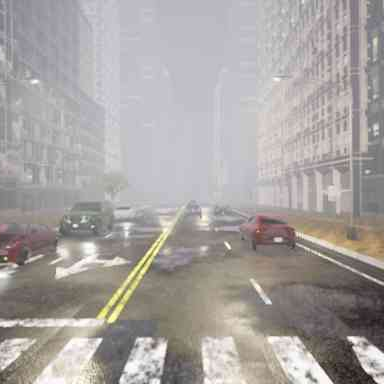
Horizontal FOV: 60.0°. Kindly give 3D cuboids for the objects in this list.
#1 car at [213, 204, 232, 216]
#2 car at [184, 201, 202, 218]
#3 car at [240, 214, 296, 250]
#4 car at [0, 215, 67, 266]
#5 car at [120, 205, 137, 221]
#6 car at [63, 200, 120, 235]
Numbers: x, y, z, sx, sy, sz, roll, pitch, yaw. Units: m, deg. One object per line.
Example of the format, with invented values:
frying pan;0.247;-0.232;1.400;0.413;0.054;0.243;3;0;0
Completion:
car;3.377;2.021;38.267;1.895;1.301;4.718;-1;-1;0
car;0.123;1.969;35.441;2.033;1.411;5.357;-1;-1;0
car;3.356;1.710;15.214;1.812;1.442;4.674;-1;-1;0
car;-6.588;1.814;12.481;1.994;1.385;4.181;-1;-1;0
car;-6.482;1.971;31.654;1.812;1.442;4.674;-1;-1;0
car;-6.569;1.565;21.518;2.150;2.045;5.566;-1;-1;0
